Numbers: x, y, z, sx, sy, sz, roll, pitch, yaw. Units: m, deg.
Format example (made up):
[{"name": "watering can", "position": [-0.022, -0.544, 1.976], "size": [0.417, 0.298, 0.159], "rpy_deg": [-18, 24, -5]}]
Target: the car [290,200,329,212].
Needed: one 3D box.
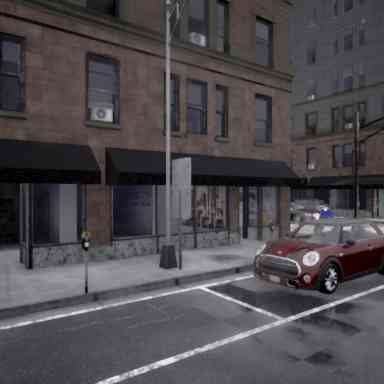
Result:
[{"name": "car", "position": [7.101, 1.534, 24.645], "size": [2.128, 1.511, 4.902], "rpy_deg": [0, 0, -35]}]

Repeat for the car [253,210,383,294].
[{"name": "car", "position": [3.494, 1.439, 8.692], "size": [4.097, 1.590, 1.967], "rpy_deg": [0, 0, -36]}]

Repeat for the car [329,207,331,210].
[{"name": "car", "position": [8.961, 1.396, 27.119], "size": [2.097, 1.767, 4.553], "rpy_deg": [0, 0, -35]}]
